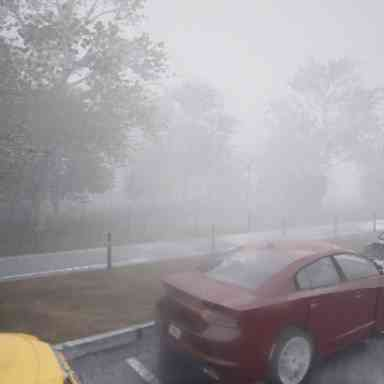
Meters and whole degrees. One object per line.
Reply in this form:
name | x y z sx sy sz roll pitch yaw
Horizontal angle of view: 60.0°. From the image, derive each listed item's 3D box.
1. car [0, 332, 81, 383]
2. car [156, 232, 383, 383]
car | -3.328 1.496 1.673 5.366 1.575 1.946 0 0 -33
car | 1.863 1.520 5.384 5.008 1.535 2.097 0 0 -33
